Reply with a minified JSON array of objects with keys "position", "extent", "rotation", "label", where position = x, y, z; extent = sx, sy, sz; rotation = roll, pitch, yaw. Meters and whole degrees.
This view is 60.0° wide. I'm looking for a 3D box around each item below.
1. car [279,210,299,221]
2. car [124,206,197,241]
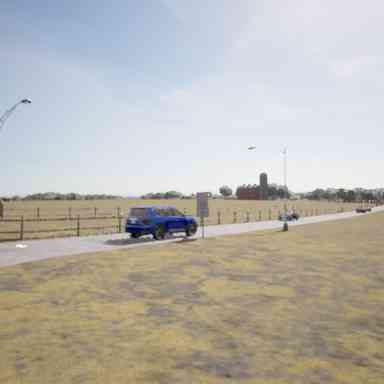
[{"position":[14.475,3.492,49.619],"extent":[2.128,1.511,4.902],"rotation":[-1,-3,35],"label":"car"},{"position":[-1.890,1.954,21.589],"extent":[2.150,2.045,5.566],"rotation":[-1,-3,35],"label":"car"}]
